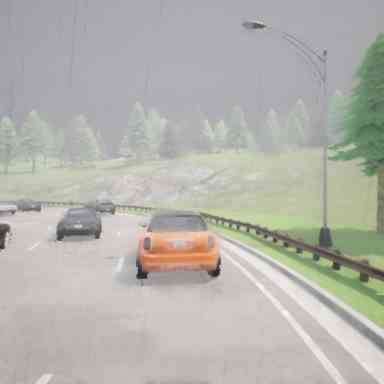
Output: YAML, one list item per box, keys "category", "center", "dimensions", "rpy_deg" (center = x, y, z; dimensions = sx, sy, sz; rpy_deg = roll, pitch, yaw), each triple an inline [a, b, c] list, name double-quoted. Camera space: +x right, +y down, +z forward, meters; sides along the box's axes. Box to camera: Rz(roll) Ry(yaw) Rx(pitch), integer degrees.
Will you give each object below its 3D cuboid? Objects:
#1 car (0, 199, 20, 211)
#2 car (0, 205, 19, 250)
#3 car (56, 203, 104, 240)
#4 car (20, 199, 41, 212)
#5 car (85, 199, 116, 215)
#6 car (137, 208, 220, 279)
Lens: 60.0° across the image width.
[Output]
- category: "car"
  center: [-18.147, 1.458, 31.225]
  dimensions: [1.895, 1.301, 4.718]
  rpy_deg: [0, 0, -44]
- category: "car"
  center: [-7.681, 1.428, 10.949]
  dimensions: [1.882, 1.535, 5.008]
  rpy_deg: [0, 0, -9]
- category: "car"
  center: [-5.625, 1.485, 16.774]
  dimensions: [1.994, 1.385, 4.181]
  rpy_deg: [0, 0, -16]
- category: "car"
  center: [-17.899, 1.400, 35.620]
  dimensions: [4.181, 1.385, 1.994]
  rpy_deg: [0, 0, 41]
- category: "car"
  center: [-8.660, 1.346, 30.673]
  dimensions: [2.128, 1.511, 4.902]
  rpy_deg: [0, 0, -35]
- category: "car"
  center: [-0.553, 1.301, 10.182]
  dimensions: [2.097, 1.767, 4.553]
  rpy_deg: [0, 0, -7]
